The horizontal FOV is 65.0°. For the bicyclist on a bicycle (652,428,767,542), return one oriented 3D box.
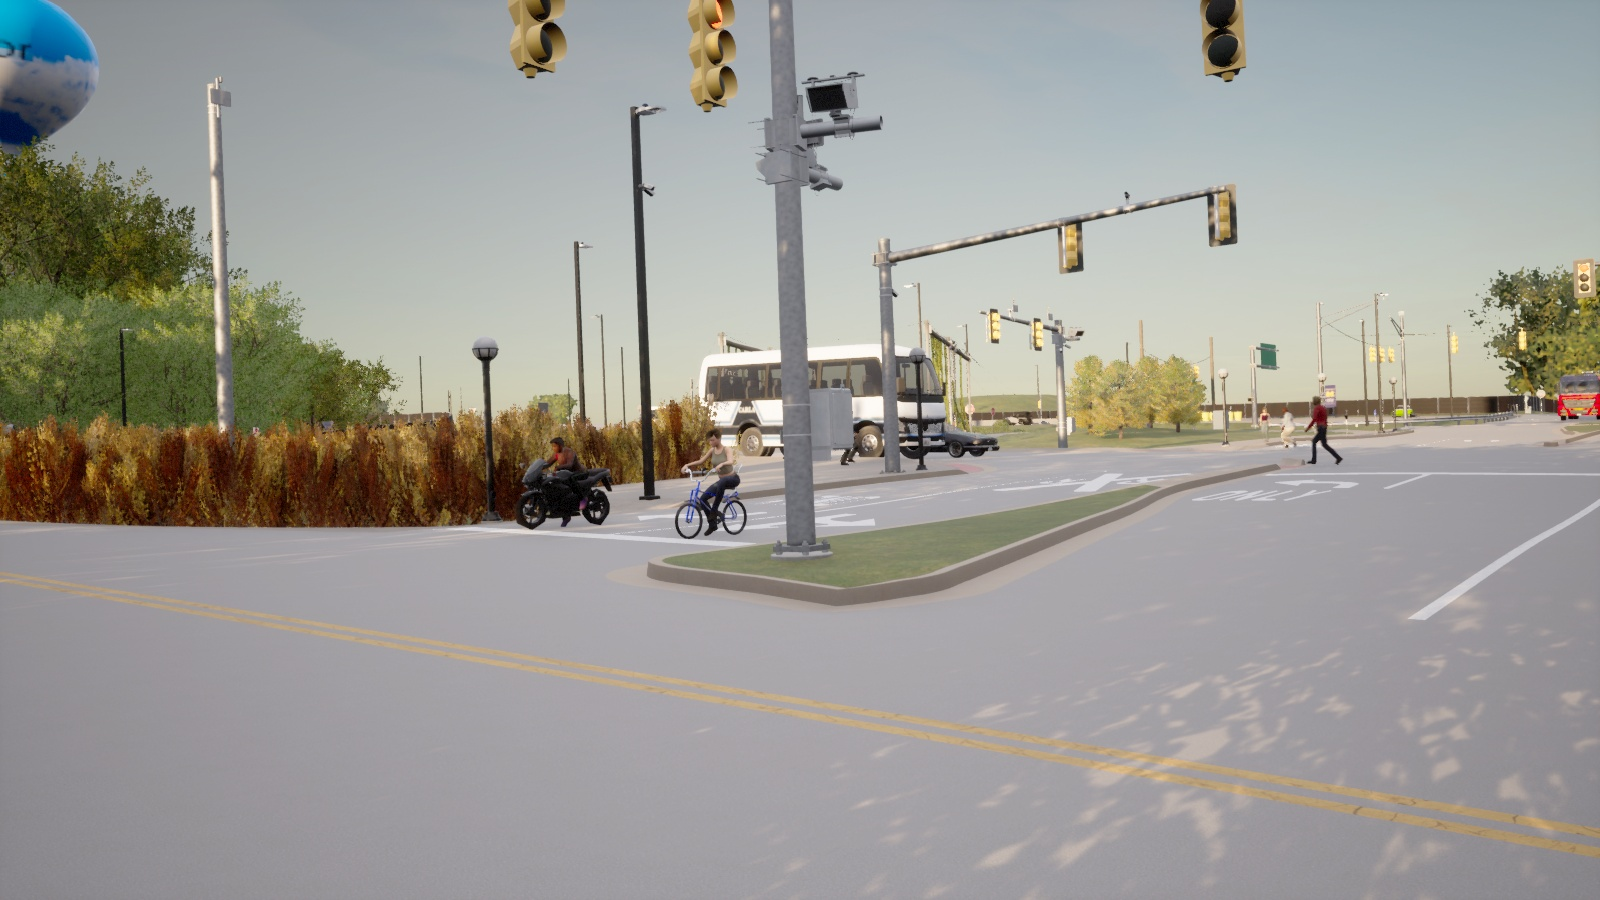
[{"bbox_3d":[-1.330,0.497,18.664,0.866,1.612,1.509,-1,0,41],"label":"bicyclist on a bicycle"}]

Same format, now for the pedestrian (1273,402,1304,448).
[{"bbox_3d":[20.304,-1.050,52.242,0.900,1.855,0.874,-3,0,40],"label":"pedestrian"}]

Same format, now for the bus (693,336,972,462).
[{"bbox_3d":[1.019,-1.757,47.452,10.273,4.253,3.944,0,1,40],"label":"bus"}]

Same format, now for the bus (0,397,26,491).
[{"bbox_3d":[-37.619,-0.204,53.883,3.944,4.253,10.273,-2,0,-11],"label":"bus"}]

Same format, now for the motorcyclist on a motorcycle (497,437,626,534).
[{"bbox_3d":[-3.961,0.558,20.981,0.797,1.523,2.044,-1,0,39],"label":"motorcyclist on a motorcycle"}]

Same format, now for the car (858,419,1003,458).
[{"bbox_3d":[5.060,-0.438,49.106,5.357,1.411,2.033,0,1,37],"label":"car"}]

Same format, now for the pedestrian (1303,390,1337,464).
[{"bbox_3d":[13.238,-0.590,31.981,0.636,1.846,0.331,-3,0,44],"label":"pedestrian"}]

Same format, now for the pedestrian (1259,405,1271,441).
[{"bbox_3d":[23.899,-1.406,64.582,0.345,1.836,0.594,-3,0,38],"label":"pedestrian"}]

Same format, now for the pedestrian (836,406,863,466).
[{"bbox_3d":[1.575,-0.444,39.755,0.726,1.842,0.402,-2,0,12],"label":"pedestrian"}]
